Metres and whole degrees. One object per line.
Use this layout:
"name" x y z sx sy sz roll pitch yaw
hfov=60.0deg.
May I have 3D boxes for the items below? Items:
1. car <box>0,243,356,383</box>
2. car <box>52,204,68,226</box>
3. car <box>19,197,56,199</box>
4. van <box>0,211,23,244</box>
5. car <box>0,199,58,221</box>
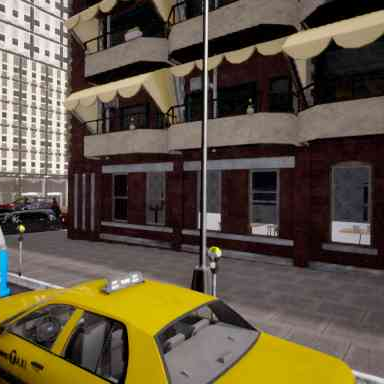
"car" -0.902 1.525 3.508 4.829 1.417 1.752 0 1 36
"car" -6.970 1.685 23.207 1.887 1.381 4.507 1 0 36
"car" -13.757 1.339 28.117 2.192 1.841 5.009 1 0 36
"van" -5.324 1.339 6.662 3.998 1.788 1.690 0 1 36
"car" -12.478 1.544 25.451 2.128 1.511 4.902 1 0 36
